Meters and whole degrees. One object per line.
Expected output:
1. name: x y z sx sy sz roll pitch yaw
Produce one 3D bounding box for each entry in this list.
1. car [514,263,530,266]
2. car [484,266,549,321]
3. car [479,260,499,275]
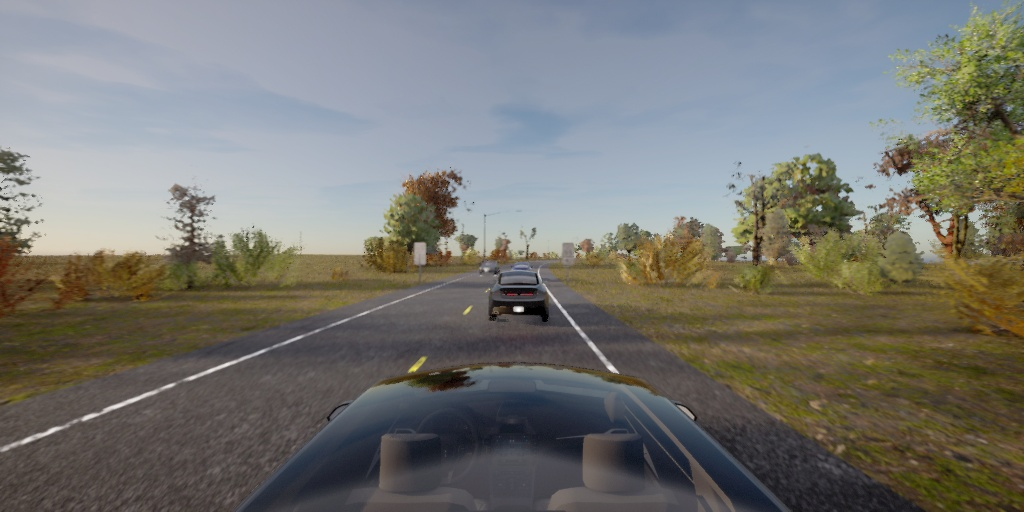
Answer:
1. car: 0.836 1.280 30.736 1.812 1.442 4.674 0 0 3
2. car: 0.230 1.258 12.560 1.837 1.490 4.892 0 0 1
3. car: -2.424 1.244 38.801 2.128 1.511 4.902 0 0 4
